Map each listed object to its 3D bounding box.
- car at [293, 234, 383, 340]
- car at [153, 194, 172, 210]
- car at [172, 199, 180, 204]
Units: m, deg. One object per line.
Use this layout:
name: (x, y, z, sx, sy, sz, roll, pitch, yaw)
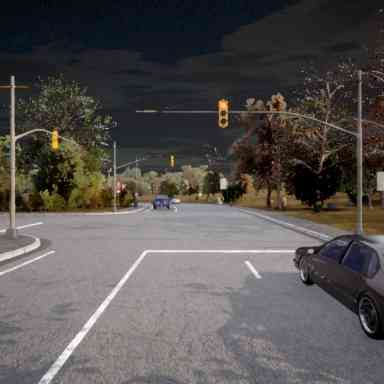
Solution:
car: (3.609, 1.547, 6.472, 2.033, 1.411, 5.357, 0, 0, 0)
car: (-4.110, 1.319, 45.588, 2.150, 2.045, 5.566, 0, 0, -4)
car: (-4.423, 2.365, 83.323, 1.812, 1.442, 4.674, 0, -1, -22)
